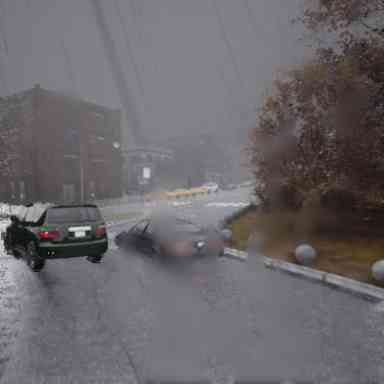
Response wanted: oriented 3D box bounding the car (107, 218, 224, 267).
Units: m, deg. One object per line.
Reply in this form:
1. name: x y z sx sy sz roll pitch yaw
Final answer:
1. car: -1.083 1.647 12.021 2.033 1.411 5.357 0 -1 -33

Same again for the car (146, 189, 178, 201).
1. car: -4.832 0.515 50.217 1.946 1.575 5.366 -1 3 29

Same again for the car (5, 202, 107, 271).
1. car: -4.951 1.368 11.816 2.150 2.045 5.566 0 -1 -39

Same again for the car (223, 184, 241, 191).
1. car: 8.495 -1.124 74.677 2.163 1.488 4.792 -1 3 29

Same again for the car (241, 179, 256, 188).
1. car: 13.790 -1.816 84.394 2.231 1.521 4.892 -1 3 29

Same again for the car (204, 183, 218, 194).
1. car: 3.215 -0.744 64.977 2.435 2.045 5.566 -1 3 29

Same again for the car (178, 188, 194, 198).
1. car: -2.187 0.182 55.054 1.946 1.575 5.366 -1 3 29

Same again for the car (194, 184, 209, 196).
1. car: 0.450 -0.149 59.897 1.946 1.575 5.366 -1 3 29

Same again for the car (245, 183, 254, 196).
1. car: 10.776 -0.260 54.211 1.882 1.535 5.008 -1 3 29
